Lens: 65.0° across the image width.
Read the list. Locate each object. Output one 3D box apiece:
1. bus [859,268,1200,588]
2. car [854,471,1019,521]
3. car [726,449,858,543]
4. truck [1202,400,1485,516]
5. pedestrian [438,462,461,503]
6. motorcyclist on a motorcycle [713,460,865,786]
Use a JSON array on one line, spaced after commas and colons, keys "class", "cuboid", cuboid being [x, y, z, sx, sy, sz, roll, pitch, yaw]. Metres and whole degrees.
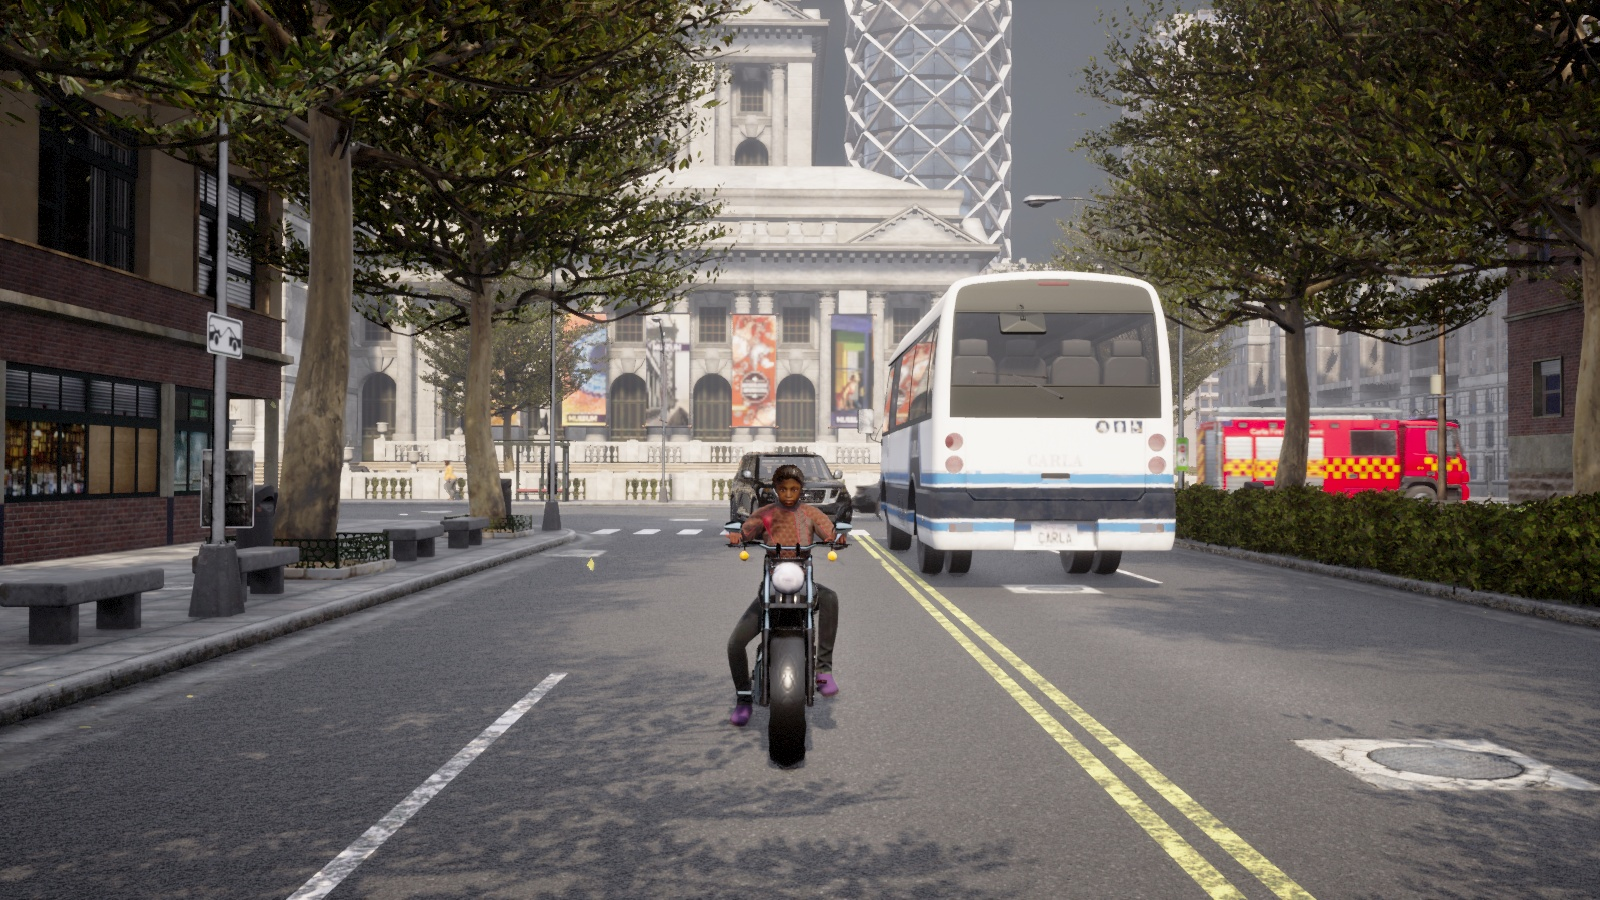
[{"class": "bus", "cuboid": [3.303, -0.209, 21.872, 3.944, 4.253, 10.273, 0, -1, 0]}, {"class": "car", "cuboid": [4.265, 1.440, 39.704, 5.008, 1.535, 1.882, 0, -1, 0]}, {"class": "car", "cuboid": [-0.332, 1.043, 30.316, 2.150, 2.045, 5.566, 0, -1, -12]}, {"class": "truck", "cuboid": [18.551, 0.300, 43.271, 8.468, 3.827, 2.891, 0, -1, 0]}, {"class": "pedestrian", "cuboid": [-15.957, 1.492, 57.150, 0.900, 1.855, 0.874, 0, -1, -7]}, {"class": "motorcyclist on a motorcycle", "cuboid": [-0.065, 0.892, 7.543, 0.766, 1.649, 2.350, 0, -1, -1]}]
